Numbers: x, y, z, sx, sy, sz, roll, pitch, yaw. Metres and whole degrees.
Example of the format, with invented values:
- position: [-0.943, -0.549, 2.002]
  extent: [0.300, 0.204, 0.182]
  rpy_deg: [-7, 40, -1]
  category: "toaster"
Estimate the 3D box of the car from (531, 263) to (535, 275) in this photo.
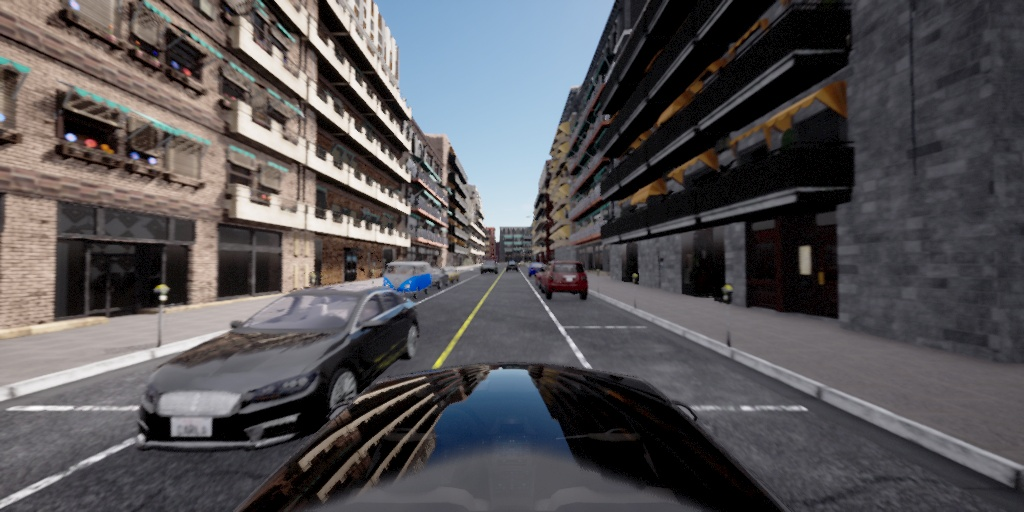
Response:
- position: [2.569, 1.323, 24.060]
  extent: [1.967, 1.591, 4.097]
  rpy_deg: [0, 0, 0]
  category: "car"

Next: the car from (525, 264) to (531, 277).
- position: [2.754, 1.483, 39.468]
  extent: [1.882, 1.535, 5.008]
  rpy_deg: [0, 0, 0]
  category: "car"

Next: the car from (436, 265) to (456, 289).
- position: [-5.312, 1.433, 24.026]
  extent: [2.007, 1.370, 4.403]
  rpy_deg: [0, 0, 0]
  category: "car"

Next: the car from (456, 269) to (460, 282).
- position: [-5.312, 1.450, 29.418]
  extent: [1.751, 1.417, 4.829]
  rpy_deg: [0, 0, 0]
  category: "car"

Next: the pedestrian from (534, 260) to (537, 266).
- position: [2.754, 1.323, 42.487]
  extent: [0.375, 1.860, 0.375]
  rpy_deg: [1, -1, 0]
  category: "pedestrian"

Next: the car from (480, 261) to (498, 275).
- position: [-2.822, 1.403, 45.311]
  extent: [2.097, 1.767, 4.553]
  rpy_deg: [0, 0, 0]
  category: "car"

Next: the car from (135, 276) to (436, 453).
- position: [-2.837, 1.258, 5.632]
  extent: [2.128, 1.511, 4.902]
  rpy_deg: [0, 0, 0]
  category: "car"

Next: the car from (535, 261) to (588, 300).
- position: [2.568, 1.157, 18.496]
  extent: [2.192, 1.841, 5.009]
  rpy_deg: [0, 0, 0]
  category: "car"

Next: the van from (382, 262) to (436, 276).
- position: [-5.313, 1.182, 18.462]
  extent: [1.690, 1.789, 3.998]
  rpy_deg: [0, 0, 0]
  category: "van"

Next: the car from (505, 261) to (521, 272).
- position: [0.021, 1.635, 54.587]
  extent: [1.837, 1.490, 4.892]
  rpy_deg: [0, 0, 0]
  category: "car"
